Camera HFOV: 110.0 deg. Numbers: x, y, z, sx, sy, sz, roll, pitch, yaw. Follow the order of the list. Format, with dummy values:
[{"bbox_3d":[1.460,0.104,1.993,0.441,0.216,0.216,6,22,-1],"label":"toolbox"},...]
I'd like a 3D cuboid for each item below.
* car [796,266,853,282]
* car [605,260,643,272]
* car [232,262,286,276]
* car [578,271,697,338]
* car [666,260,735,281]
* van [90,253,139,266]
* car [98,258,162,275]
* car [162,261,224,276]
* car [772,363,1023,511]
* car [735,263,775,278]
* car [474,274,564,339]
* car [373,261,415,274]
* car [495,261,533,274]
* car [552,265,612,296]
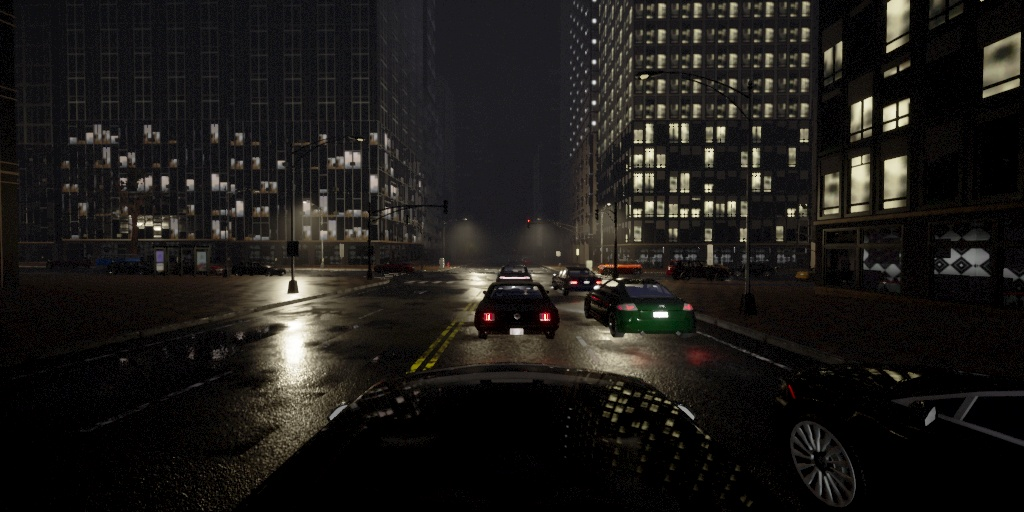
[{"bbox_3d":[27.683,1.577,31.354,4.829,1.417,1.751,0,0,1],"label":"car"},{"bbox_3d":[11.182,1.166,37.437,4.553,1.767,2.097,1,1,1],"label":"car"},{"bbox_3d":[-22.689,1.172,32.153,4.313,1.339,1.948,0,0,1],"label":"car"},{"bbox_3d":[3.369,1.310,10.205,1.994,1.385,4.181,0,0,-1],"label":"car"},{"bbox_3d":[16.235,1.267,31.568,5.009,1.841,2.192,0,0,1],"label":"car"},{"bbox_3d":[-45.232,0.603,41.154,3.998,1.789,1.690,0,0,1],"label":"van"},{"bbox_3d":[-34.054,1.068,32.477,4.313,1.339,1.948,0,0,1],"label":"car"},{"bbox_3d":[-28.373,1.137,32.295,4.207,1.307,1.802,0,0,1],"label":"car"},{"bbox_3d":[3.340,1.242,1.375,2.128,1.511,4.902,0,0,0],"label":"car"},{"bbox_3d":[24.404,1.437,37.189,4.892,1.490,1.837,1,1,1],"label":"car"},{"bbox_3d":[0.110,1.347,9.979,1.895,1.301,4.718,0,0,0],"label":"car"},{"bbox_3d":[-12.395,1.167,37.843,4.181,1.385,1.994,1,1,1],"label":"car"},{"bbox_3d":[0.123,1.232,19.235,2.128,1.511,4.902,0,0,0],"label":"car"},{"bbox_3d":[3.409,1.288,19.435,2.033,1.411,5.357,0,0,-3],"label":"car"}]
